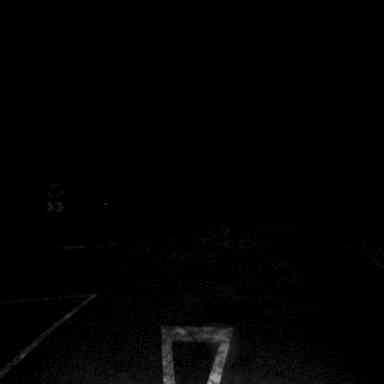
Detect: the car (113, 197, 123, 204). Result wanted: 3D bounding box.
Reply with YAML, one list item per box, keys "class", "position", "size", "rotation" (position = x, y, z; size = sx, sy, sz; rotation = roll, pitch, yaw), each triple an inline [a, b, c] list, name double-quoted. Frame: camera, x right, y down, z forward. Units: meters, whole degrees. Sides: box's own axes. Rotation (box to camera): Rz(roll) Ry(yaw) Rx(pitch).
- class: "car"
  position: [-17.186, 2.044, 77.603]
  size: [1.837, 1.490, 4.892]
  rotation: [0, 0, -13]

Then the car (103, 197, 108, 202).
- class: "car"
  position: [-22.601, 1.940, 85.306]
  size: [1.837, 1.490, 4.892]
  rotation: [0, 0, -13]

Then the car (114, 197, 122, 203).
- class: "car"
  position: [-20.634, 2.200, 92.207]
  size: [2.128, 1.511, 4.902]
  rotation: [0, -1, -13]
